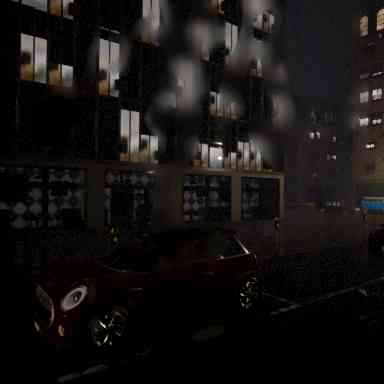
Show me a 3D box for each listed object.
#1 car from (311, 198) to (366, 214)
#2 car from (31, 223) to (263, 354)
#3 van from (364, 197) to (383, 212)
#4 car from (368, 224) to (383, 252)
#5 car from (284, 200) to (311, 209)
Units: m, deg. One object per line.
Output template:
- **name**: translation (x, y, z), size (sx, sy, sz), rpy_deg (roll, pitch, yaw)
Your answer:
- **car**: translation (15.243, 1.620, 34.821), size (2.008, 1.369, 4.403), rpy_deg (0, -1, -35)
- **car**: translation (-0.669, 1.441, 6.068), size (4.097, 1.590, 1.967), rpy_deg (0, 1, -35)
- **van**: translation (22.128, 1.524, 39.601), size (1.690, 1.788, 3.998), rpy_deg (0, -1, -35)
- **car**: translation (8.406, 1.567, 12.545), size (4.313, 1.339, 1.947), rpy_deg (0, 1, -35)
- **car**: translation (15.697, 1.787, 48.854), size (1.752, 1.417, 4.829), rpy_deg (0, -1, -35)
